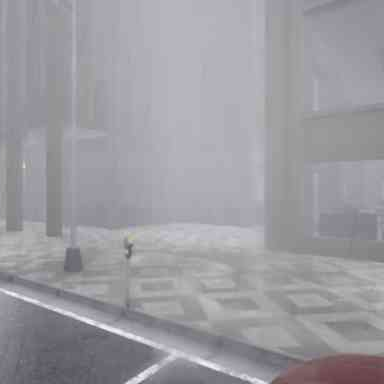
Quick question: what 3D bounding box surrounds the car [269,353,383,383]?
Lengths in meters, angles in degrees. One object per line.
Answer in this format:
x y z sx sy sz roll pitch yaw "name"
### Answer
2.367 1.548 1.275 4.507 1.381 1.887 0 0 36 "car"
